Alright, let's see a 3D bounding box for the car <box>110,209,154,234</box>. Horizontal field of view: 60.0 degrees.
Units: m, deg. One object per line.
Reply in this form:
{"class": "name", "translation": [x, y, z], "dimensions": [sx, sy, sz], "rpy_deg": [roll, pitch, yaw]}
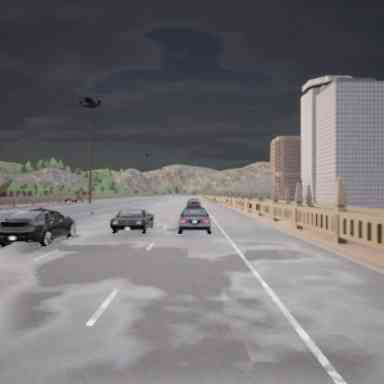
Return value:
{"class": "car", "translation": [-3.353, 1.627, 19.538], "dimensions": [1.895, 1.301, 4.718], "rpy_deg": [0, 0, 0]}

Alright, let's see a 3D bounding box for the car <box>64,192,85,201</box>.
{"class": "car", "translation": [-20.846, 0.992, 59.164], "dimensions": [2.150, 2.045, 5.566], "rpy_deg": [0, 0, 0]}

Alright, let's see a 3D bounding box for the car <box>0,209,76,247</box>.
{"class": "car", "translation": [-6.862, 1.519, 15.135], "dimensions": [1.837, 1.490, 4.892], "rpy_deg": [0, 0, 0]}

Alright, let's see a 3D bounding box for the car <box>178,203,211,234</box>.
{"class": "car", "translation": [0.148, 1.577, 19.593], "dimensions": [2.033, 1.411, 5.357], "rpy_deg": [0, 0, 0]}

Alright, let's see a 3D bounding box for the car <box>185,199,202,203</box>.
{"class": "car", "translation": [0.209, 1.609, 42.542], "dimensions": [1.837, 1.490, 4.892], "rpy_deg": [0, 0, 0]}
